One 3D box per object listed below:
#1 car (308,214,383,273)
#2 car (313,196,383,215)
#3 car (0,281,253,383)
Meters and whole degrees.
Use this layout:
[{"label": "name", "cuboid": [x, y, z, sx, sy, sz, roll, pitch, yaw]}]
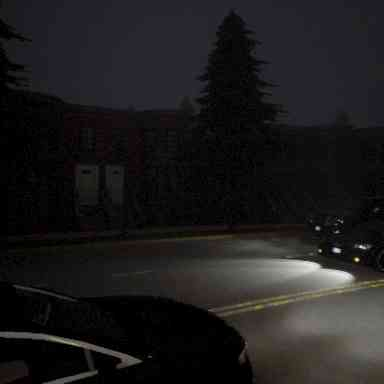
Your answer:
[{"label": "car", "cuboid": [6.141, 1.547, 10.492, 4.181, 1.385, 1.994, 0, 0, -20]}, {"label": "car", "cuboid": [7.986, 1.194, 14.901, 5.566, 2.045, 2.150, 0, 0, -17]}, {"label": "car", "cuboid": [-1.663, 1.467, 2.420, 4.902, 1.511, 2.128, 0, 0, -35]}]
